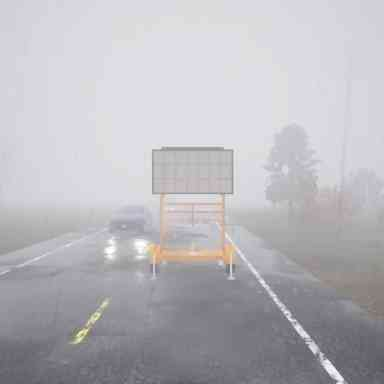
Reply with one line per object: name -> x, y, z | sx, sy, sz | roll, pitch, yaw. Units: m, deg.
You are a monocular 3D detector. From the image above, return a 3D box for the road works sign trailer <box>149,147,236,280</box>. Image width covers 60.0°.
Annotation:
road works sign trailer -> 0.019, 0.465, 9.955 | 2.380, 3.560, 2.880 | 0, 0, 0

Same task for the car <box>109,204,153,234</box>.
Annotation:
car -> -3.463, 1.481, 19.551 | 1.882, 1.535, 5.008 | 0, 0, 0

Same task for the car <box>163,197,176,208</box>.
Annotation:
car -> -3.404, 1.520, 49.975 | 2.128, 1.511, 4.902 | 0, 0, 0
